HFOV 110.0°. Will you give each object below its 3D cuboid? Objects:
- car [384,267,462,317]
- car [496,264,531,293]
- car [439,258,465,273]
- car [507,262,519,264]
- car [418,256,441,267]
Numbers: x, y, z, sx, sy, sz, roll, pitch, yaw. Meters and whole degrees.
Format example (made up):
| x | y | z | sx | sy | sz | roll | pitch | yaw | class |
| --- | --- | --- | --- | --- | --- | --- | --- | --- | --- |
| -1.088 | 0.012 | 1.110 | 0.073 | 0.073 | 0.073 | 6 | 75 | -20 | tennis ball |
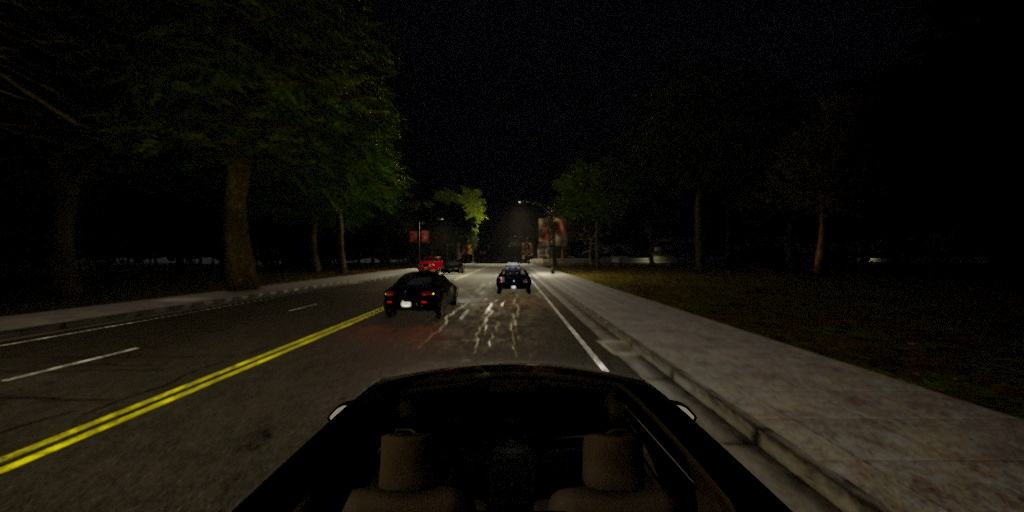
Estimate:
| x | y | z | sx | sy | sz | roll | pitch | yaw | class |
| --- | --- | --- | --- | --- | --- | --- | --- | --- | --- |
| -3.151 | 1.276 | 12.981 | 1.812 | 1.442 | 4.674 | 0 | 0 | 0 | car |
| 0.096 | 1.359 | 21.029 | 1.895 | 1.301 | 4.718 | 0 | 0 | 0 | car |
| -6.566 | 1.280 | 40.706 | 1.882 | 1.535 | 5.008 | 0 | -1 | 0 | car |
| 0.093 | 1.351 | 40.893 | 2.033 | 1.411 | 5.357 | 0 | 0 | 0 | car |
| -9.792 | 1.035 | 43.598 | 2.150 | 2.045 | 5.566 | 0 | 0 | 0 | car |
